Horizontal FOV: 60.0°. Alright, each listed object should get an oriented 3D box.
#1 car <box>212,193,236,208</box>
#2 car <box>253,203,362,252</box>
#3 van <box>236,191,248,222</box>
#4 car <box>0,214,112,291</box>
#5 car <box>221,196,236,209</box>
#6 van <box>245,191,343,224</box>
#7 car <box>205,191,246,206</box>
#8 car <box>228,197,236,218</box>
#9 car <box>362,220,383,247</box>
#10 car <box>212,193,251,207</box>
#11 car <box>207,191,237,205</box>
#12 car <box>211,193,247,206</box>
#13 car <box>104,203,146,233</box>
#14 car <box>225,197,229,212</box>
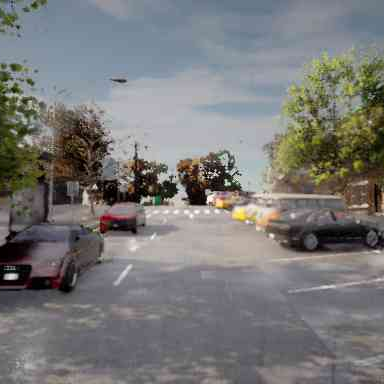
[{"bbox_3d":[5.384,1.190,37.357,5.366,1.575,1.946,0,0,-20],"label":"car"},{"bbox_3d":[5.222,1.370,13.110,4.892,1.521,2.231,0,0,-20],"label":"car"},{"bbox_3d":[5.136,1.098,19.114,4.442,1.987,1.878,0,1,-20],"label":"van"},{"bbox_3d":[-3.682,1.513,8.742,1.994,1.385,4.181,0,0,-1],"label":"car"},{"bbox_3d":[5.249,1.298,28.237,4.674,1.452,2.002,0,0,-20],"label":"car"},{"bbox_3d":[5.131,1.120,16.086,4.442,1.987,1.878,0,1,-20],"label":"van"},{"bbox_3d":[5.015,1.009,49.331,5.566,2.045,2.435,2,-5,-20],"label":"car"},{"bbox_3d":[5.425,1.300,22.248,5.366,1.575,1.946,0,0,-20],"label":"car"},{"bbox_3d":[5.234,1.184,4.056,5.566,2.045,2.435,0,0,-20],"label":"car"},{"bbox_3d":[5.112,1.022,43.354,4.553,1.767,2.185,1,0,-21],"label":"car"},{"bbox_3d":[5.159,0.919,40.303,5.566,2.045,2.435,0,1,-21],"label":"car"},{"bbox_3d":[5.116,1.038,46.379,4.553,1.767,2.185,1,-2,-21],"label":"car"},{"bbox_3d":[-3.756,1.354,18.762,1.882,1.535,5.008,0,0,0],"label":"car"},{"bbox_3d":[5.260,1.320,25.208,4.674,1.452,2.002,0,1,-20],"label":"car"}]
